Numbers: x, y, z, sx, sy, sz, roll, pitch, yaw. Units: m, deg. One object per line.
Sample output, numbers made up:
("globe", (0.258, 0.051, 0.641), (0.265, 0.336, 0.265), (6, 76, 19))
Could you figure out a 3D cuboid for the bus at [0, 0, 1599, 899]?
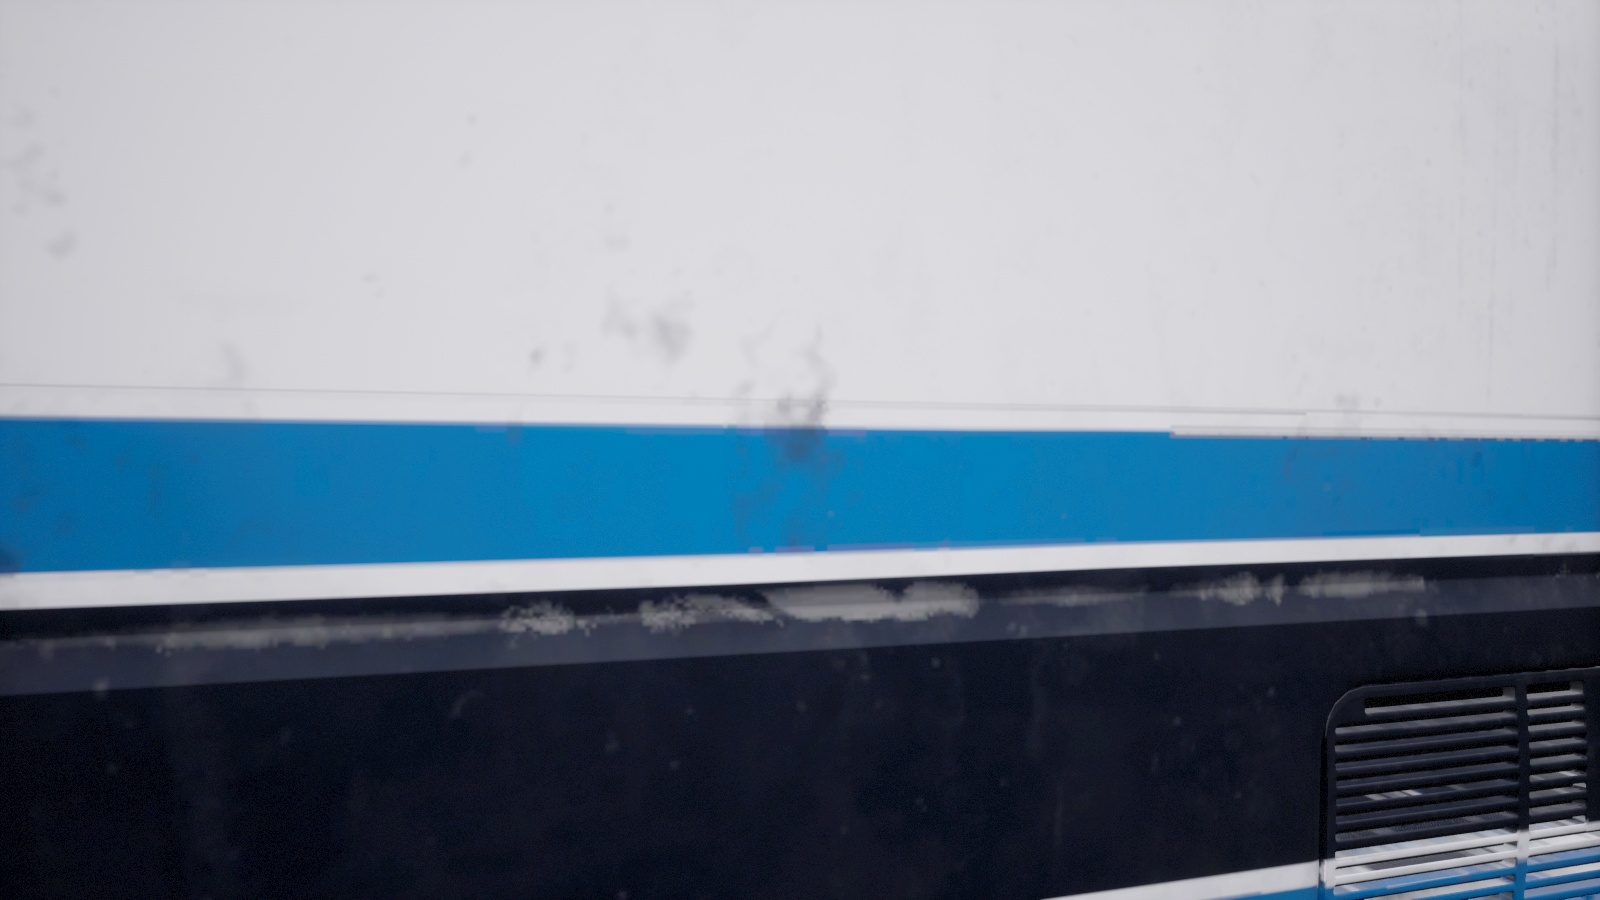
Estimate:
("bus", (0.063, -0.632, 3.246), (10.273, 4.253, 3.944), (-1, 1, -21))
